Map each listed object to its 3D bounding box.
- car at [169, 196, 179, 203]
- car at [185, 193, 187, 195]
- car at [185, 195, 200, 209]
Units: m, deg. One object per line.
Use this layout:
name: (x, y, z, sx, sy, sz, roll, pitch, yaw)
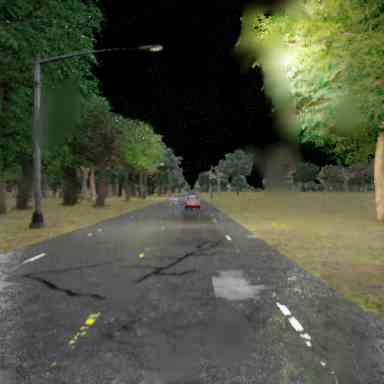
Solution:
car: (-3.516, 1.412, 65.789, 1.895, 1.301, 4.718, 0, 0, 0)
car: (0.090, 1.304, 60.847, 1.882, 1.535, 5.008, 0, -1, 0)
car: (0.094, 1.437, 43.838, 1.994, 1.385, 4.181, 0, 0, 0)
